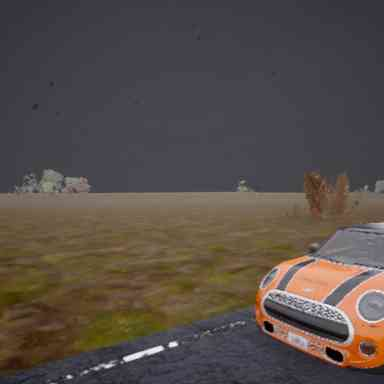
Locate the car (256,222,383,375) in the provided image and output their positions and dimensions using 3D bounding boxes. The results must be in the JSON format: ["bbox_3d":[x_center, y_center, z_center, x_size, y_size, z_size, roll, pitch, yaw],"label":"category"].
[{"bbox_3d":[3.213,1.354,5.673,4.553,1.767,2.097,0,0,-36],"label":"car"}]
